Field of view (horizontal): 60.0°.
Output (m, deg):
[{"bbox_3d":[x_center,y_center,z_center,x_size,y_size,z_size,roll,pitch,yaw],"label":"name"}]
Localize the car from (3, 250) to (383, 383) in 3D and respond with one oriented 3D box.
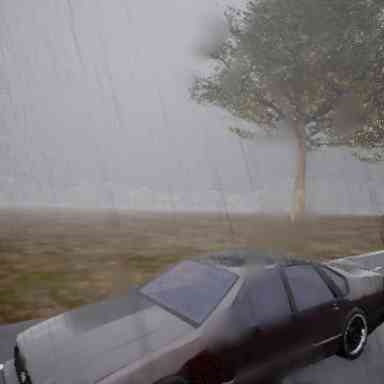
[{"bbox_3d":[0.617,1.558,4.434,5.357,1.411,2.033,0,0,-35],"label":"car"}]
